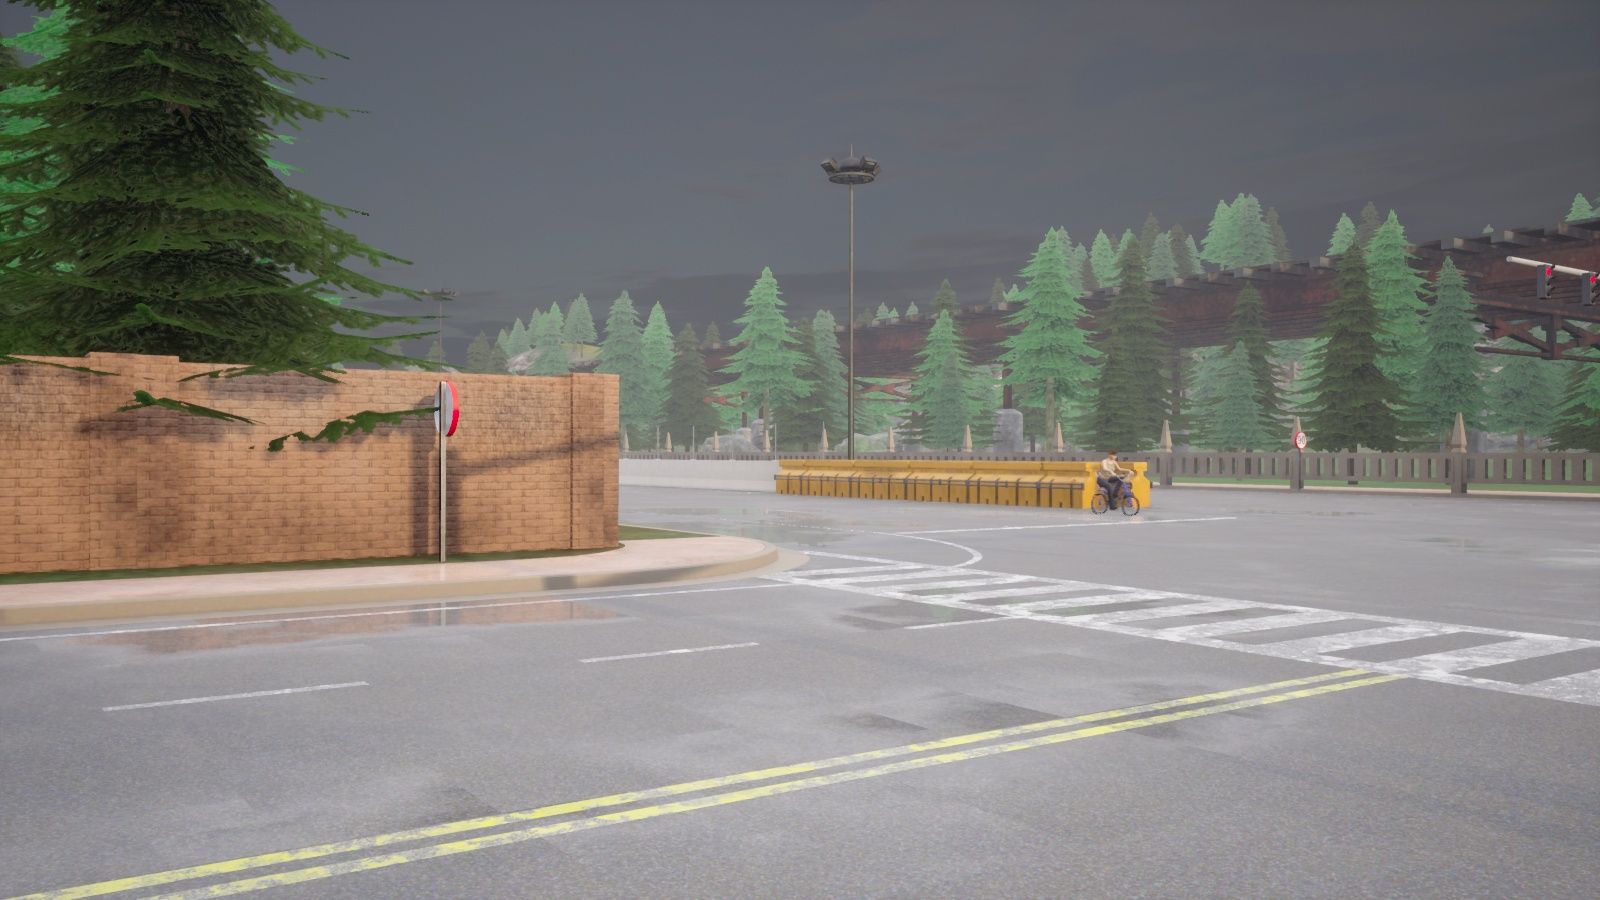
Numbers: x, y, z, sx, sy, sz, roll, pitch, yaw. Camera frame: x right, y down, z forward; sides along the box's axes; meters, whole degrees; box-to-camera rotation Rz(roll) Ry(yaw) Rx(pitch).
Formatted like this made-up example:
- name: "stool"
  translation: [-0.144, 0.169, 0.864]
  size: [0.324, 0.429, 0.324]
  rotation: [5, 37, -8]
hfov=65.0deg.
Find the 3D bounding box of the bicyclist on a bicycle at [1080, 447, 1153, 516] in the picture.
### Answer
- name: "bicyclist on a bicycle"
  translation: [7.576, 0.739, 30.092]
  size: [0.866, 1.612, 1.509]
  rotation: [0, 0, -35]
